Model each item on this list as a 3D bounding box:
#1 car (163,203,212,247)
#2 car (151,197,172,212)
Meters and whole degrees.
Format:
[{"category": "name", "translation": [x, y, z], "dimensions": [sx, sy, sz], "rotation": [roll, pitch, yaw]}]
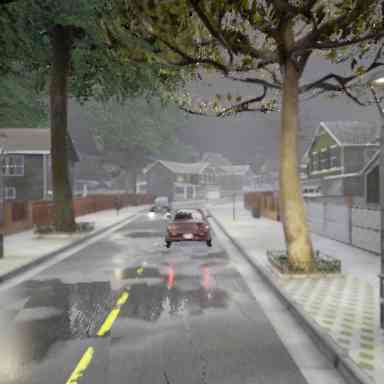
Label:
[{"category": "car", "translation": [-0.152, 1.443, 14.574], "dimensions": [1.812, 1.442, 4.674], "rotation": [0, 0, 0]}, {"category": "car", "translation": [-3.070, 1.246, 34.504], "dimensions": [1.812, 1.442, 4.674], "rotation": [0, 1, 2]}]
